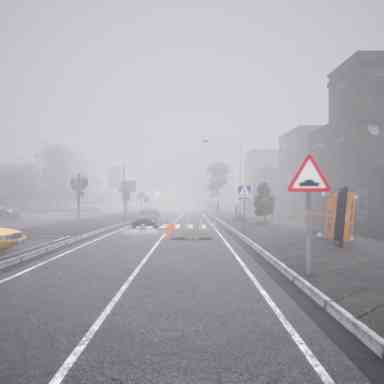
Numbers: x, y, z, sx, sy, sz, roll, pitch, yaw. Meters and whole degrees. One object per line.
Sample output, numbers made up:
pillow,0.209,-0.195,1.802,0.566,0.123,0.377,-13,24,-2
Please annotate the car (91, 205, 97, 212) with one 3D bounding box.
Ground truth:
car,-21.799,3.173,65.082,4.892,1.521,2.231,0,-2,0

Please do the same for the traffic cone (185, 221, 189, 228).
traffic cone,-0.365,2.328,24.193,0.340,0.580,0.340,0,-2,0

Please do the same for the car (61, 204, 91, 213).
car,-21.815,3.103,61.806,4.674,1.452,2.002,0,-2,0

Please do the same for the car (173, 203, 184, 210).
car,-3.025,3.924,86.584,2.128,1.511,4.902,0,-2,0

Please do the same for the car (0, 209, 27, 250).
car,-9.369,1.587,12.939,5.366,1.575,1.946,0,-1,0

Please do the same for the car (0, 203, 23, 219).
car,-21.950,2.128,37.489,4.553,1.767,2.185,0,-2,0

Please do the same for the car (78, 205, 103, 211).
car,-21.776,3.426,71.499,4.674,1.452,2.002,0,-2,0

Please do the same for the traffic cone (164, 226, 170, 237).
traffic cone,-1.371,2.171,18.194,0.340,0.580,0.340,0,-1,0

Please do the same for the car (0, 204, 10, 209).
car,-21.890,2.190,34.315,4.674,1.452,2.002,0,-2,0

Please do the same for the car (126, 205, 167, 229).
car,-3.330,1.957,25.370,2.033,1.411,5.357,0,-2,0

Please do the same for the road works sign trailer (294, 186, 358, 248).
road works sign trailer,6.010,1.014,14.499,2.880,2.380,3.560,6,-1,13

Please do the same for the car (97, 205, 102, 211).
car,-21.797,3.281,68.353,5.008,1.535,2.097,0,-2,0
